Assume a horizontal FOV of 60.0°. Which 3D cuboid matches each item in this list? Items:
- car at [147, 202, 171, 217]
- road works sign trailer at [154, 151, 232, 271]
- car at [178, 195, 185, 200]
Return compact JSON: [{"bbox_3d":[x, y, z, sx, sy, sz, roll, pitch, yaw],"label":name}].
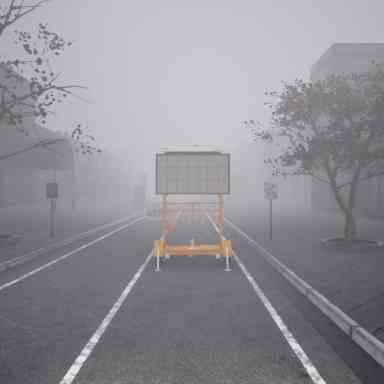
[{"bbox_3d":[-3.029,1.610,31.150,1.994,1.385,4.181,0,0,0],"label":"car"},{"bbox_3d":[0.025,0.480,10.926,2.380,3.560,2.880,0,0,0],"label":"road works sign trailer"},{"bbox_3d":[-2.794,1.274,90.314,1.812,1.442,4.674,0,0,0],"label":"car"}]
